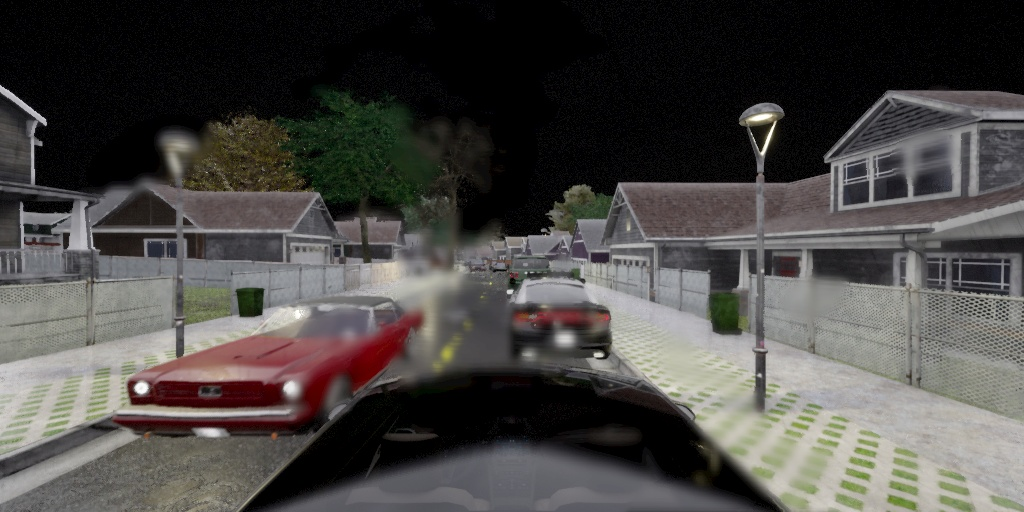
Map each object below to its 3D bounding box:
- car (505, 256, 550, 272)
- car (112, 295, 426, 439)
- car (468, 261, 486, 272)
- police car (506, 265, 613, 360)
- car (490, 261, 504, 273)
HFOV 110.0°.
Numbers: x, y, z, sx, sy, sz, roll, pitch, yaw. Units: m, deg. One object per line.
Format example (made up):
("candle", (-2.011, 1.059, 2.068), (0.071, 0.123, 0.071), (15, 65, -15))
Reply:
("car", (0.841, 1.001, 18.490), (2.150, 2.045, 5.566), (0, 0, -1))
("car", (-2.819, 1.351, 5.570), (1.895, 1.301, 4.718), (0, 0, 0))
("car", (-4.498, 1.491, 48.450), (1.994, 1.385, 4.181), (0, 0, -5))
("police car", (0.896, 1.180, 8.516), (1.930, 1.638, 5.238), (0, 0, 0))
("car", (-1.522, 1.477, 47.483), (1.994, 1.385, 4.181), (0, 0, -4))
